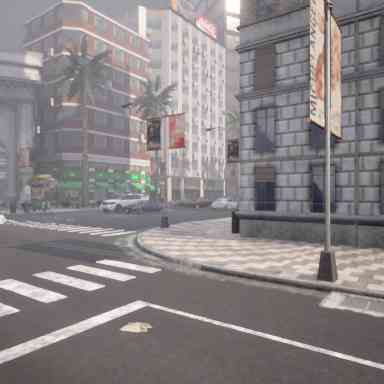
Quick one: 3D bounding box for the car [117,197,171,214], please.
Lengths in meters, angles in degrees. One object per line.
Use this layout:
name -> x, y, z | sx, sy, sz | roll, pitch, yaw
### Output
car -> -5.014, 1.547, 35.625 | 2.033, 1.411, 5.357 | 0, 0, 36

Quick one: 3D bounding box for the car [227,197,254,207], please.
car -> 7.483, 1.564, 51.198 | 4.181, 1.385, 1.994 | 0, 0, -43

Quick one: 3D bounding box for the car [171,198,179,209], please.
car -> -1.727, 1.526, 45.821 | 1.812, 1.442, 4.674 | 0, 0, 37

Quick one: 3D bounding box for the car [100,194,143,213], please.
car -> -7.728, 1.221, 37.819 | 2.150, 2.045, 5.566 | 0, 0, 36

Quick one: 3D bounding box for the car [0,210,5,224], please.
car -> -13.271, 1.221, 17.955 | 2.150, 2.045, 5.566 | 0, 0, 36

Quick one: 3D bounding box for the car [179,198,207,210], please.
car -> 0.951, 1.478, 43.602 | 1.882, 1.535, 5.008 | 0, 0, 38

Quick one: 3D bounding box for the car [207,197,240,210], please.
car -> 4.246, 1.526, 41.979 | 1.812, 1.442, 4.674 | 0, 0, 38

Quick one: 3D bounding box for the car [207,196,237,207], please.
car -> 4.926, 1.491, 53.578 | 4.902, 1.511, 2.128 | 0, 0, -44
